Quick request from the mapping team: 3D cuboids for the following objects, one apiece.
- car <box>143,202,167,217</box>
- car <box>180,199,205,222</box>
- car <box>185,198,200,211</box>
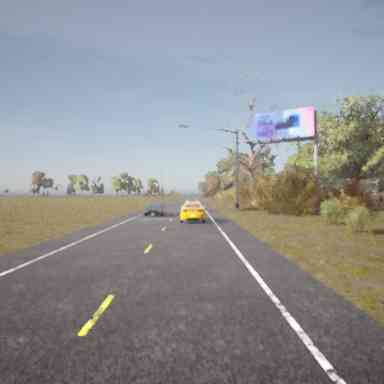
[{"bbox_3d":[-3.532,1.652,32.854,2.033,1.411,5.357,0,0,0],"label":"car"},{"bbox_3d":[0.068,1.563,26.875,1.882,1.535,5.008,0,0,0],"label":"car"},{"bbox_3d":[0.081,1.618,44.459,1.882,1.535,5.008,0,0,0],"label":"car"}]
